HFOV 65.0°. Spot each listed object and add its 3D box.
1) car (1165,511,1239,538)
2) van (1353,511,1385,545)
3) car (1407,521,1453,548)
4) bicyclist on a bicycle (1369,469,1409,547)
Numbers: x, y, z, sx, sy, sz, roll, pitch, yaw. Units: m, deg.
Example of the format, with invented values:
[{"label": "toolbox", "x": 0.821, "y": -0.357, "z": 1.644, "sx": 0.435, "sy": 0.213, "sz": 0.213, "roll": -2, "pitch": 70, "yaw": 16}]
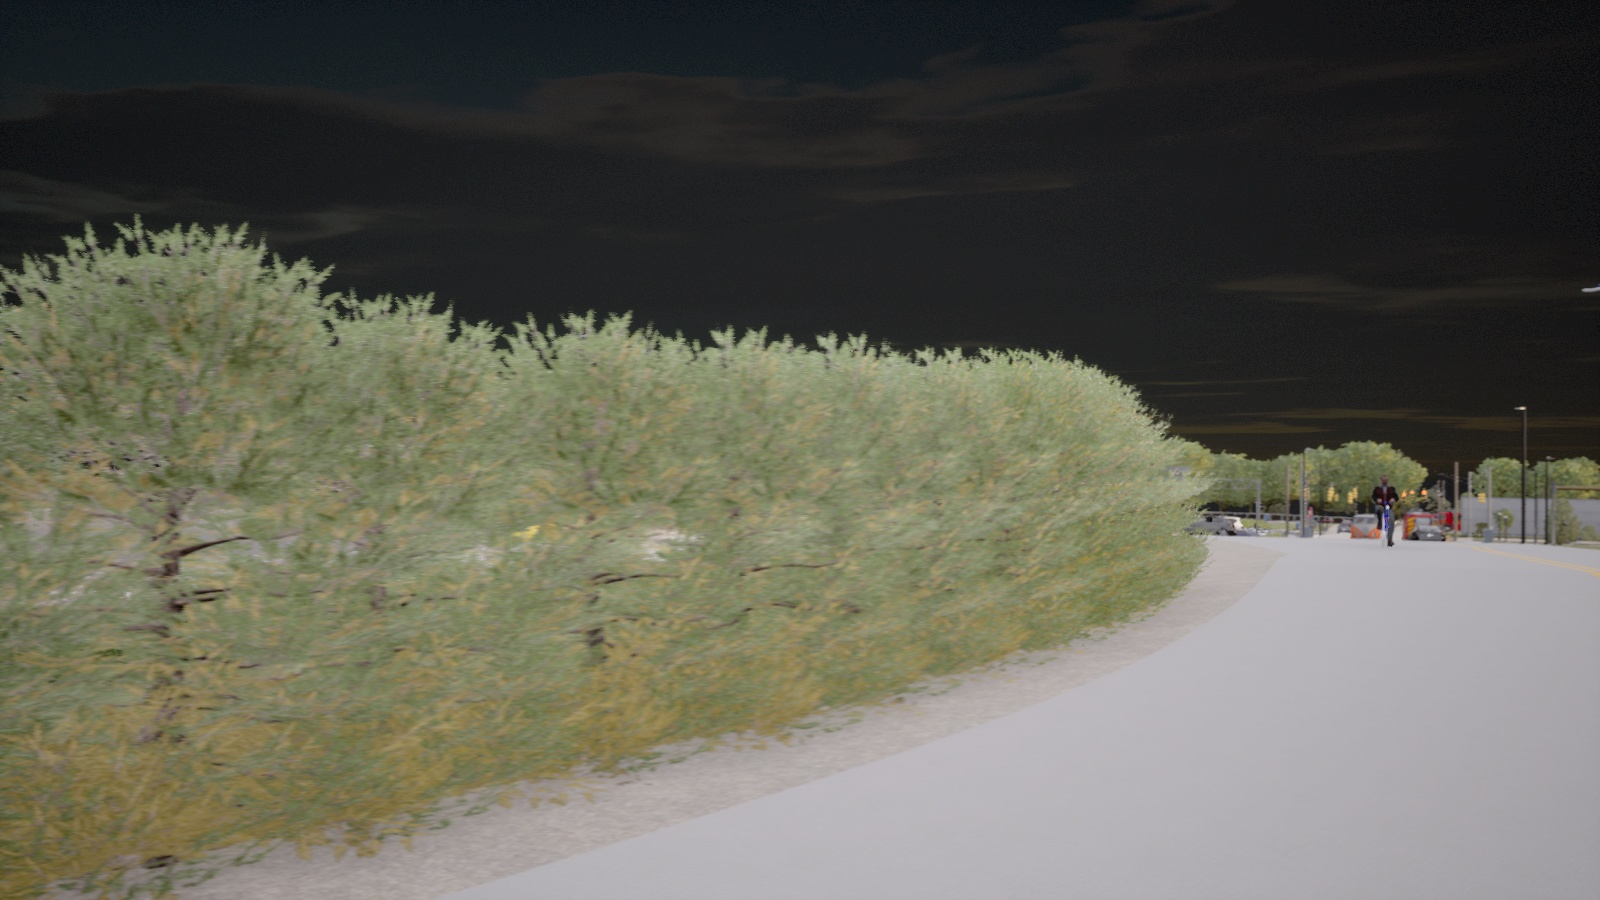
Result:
[{"label": "car", "x": 25.380, "y": 4.720, "z": 79.322, "sx": 4.193, "sy": 1.474, "sz": 1.816, "roll": 1, "pitch": -5, "yaw": 25}, {"label": "van", "x": 36.478, "y": 5.021, "z": 80.479, "sx": 1.775, "sy": 1.987, "sz": 4.442, "roll": 0, "pitch": -5, "yaw": 26}, {"label": "car", "x": 40.263, "y": 5.410, "z": 80.344, "sx": 2.163, "sy": 1.488, "sz": 4.792, "roll": 0, "pitch": -5, "yaw": 20}, {"label": "bicyclist on a bicycle", "x": 13.921, "y": 1.384, "z": 29.718, "sx": 0.659, "sy": 1.776, "sz": 1.843, "roll": 0, "pitch": -3, "yaw": 19}]
